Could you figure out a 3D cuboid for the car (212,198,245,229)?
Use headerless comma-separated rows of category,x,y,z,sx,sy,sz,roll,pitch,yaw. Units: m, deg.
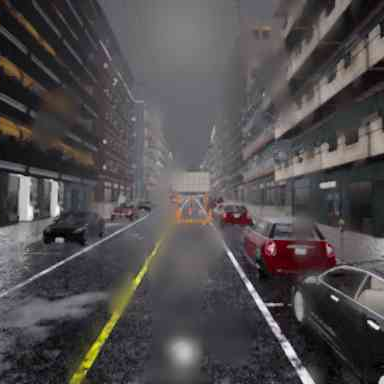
car,2.587,1.427,21.182,1.967,1.590,4.097,2,0,0

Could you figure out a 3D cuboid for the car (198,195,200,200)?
car,2.569,1.531,66.498,1.947,1.339,4.313,2,0,0

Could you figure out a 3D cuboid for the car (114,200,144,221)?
car,-5.298,1.566,26.848,1.802,1.307,4.206,2,0,0

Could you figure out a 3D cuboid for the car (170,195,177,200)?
car,-5.318,1.482,94.652,1.752,1.417,4.829,2,0,0

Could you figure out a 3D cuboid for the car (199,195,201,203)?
car,2.574,1.495,55.339,1.752,1.417,4.829,2,0,0

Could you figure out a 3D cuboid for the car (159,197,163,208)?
car,-5.299,1.415,43.842,1.967,1.590,4.097,2,0,0

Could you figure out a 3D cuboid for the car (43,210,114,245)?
car,-5.294,1.557,15.520,1.947,1.339,4.313,2,0,0

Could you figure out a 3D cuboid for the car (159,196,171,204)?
car,-5.310,1.509,66.501,1.887,1.381,4.507,2,0,0

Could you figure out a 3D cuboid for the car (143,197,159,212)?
car,-5.302,1.543,38.178,1.947,1.339,4.313,2,0,0

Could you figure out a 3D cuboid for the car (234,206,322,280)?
car,2.591,1.435,9.852,1.967,1.590,4.097,2,0,0

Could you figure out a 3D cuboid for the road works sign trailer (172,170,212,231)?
road works sign trailer,-0.028,0.452,20.253,2.380,3.560,2.880,0,0,0

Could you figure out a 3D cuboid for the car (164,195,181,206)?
car,-2.832,1.322,52.984,2.097,1.767,4.553,0,0,0

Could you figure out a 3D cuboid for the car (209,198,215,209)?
car,2.583,1.509,27.016,1.752,1.417,4.829,2,0,0

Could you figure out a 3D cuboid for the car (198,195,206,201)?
car,2.563,1.508,89.154,2.008,1.369,4.403,2,0,0

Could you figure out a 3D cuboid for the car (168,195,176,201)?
car,-5.316,1.483,88.987,1.752,1.417,4.829,2,0,0

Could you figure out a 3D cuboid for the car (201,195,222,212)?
car,2.586,1.293,38.175,2.192,1.841,5.009,2,0,0

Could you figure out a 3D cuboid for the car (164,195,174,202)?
car,-5.313,1.504,77.831,1.887,1.381,4.507,2,0,0

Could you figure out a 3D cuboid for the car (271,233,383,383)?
car,2.589,1.549,4.188,2.008,1.369,4.403,2,0,0
